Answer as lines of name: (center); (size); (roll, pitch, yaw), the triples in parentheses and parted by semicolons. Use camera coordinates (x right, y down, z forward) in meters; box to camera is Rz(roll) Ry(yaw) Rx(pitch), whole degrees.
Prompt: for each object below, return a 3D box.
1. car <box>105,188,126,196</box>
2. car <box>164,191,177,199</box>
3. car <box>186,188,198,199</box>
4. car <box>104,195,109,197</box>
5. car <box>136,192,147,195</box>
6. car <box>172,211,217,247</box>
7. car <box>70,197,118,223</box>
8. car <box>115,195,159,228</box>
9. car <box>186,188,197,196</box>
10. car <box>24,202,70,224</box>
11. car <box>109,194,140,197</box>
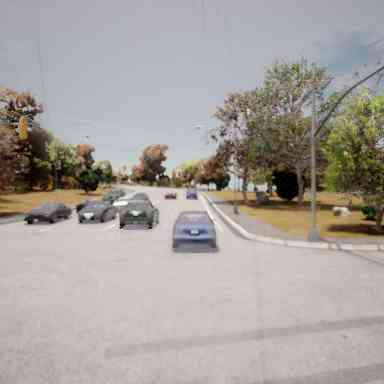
car: (-10.520, 0.552, 45.689); (2.150, 2.045, 5.566); (0, 3, 0)
car: (-3.522, 0.462, 55.277); (1.895, 1.301, 4.718); (0, 3, 0)
car: (-0.022, 0.390, 55.210); (1.812, 1.442, 4.674); (0, 3, 0)
car: (-10.597, 1.345, 34.956); (1.895, 1.301, 4.718); (0, 2, 0)
car: (-7.031, 0.848, 45.438); (1.837, 1.490, 4.892); (0, 3, 0)
car: (0.093, 1.554, 15.014); (2.033, 1.411, 5.357); (0, 0, 0)
car: (-7.100, 1.442, 25.263); (2.128, 1.511, 4.902); (0, 1, 1)
car: (-3.409, 1.336, 22.267); (2.097, 1.767, 4.553); (0, 0, 0)
car: (-0.122, -0.066, 65.379); (1.994, 1.385, 4.181); (0, 3, -3)
car: (-10.642, 1.501, 25.077); (2.033, 1.411, 5.357); (0, 1, -3)
car: (-7.094, 1.264, 35.156); (1.812, 1.442, 4.674); (0, 2, 0)
